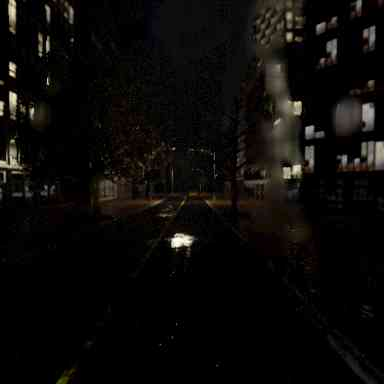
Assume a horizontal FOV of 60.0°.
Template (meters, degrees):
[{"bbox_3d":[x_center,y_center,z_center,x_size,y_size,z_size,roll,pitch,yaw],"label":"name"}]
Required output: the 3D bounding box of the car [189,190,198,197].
[{"bbox_3d":[0.285,0.406,77.682,1.882,1.535,5.008,0,1,0],"label":"car"}]

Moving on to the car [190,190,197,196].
[{"bbox_3d":[0.324,0.198,88.095,1.837,1.490,4.892,0,1,0],"label":"car"}]
